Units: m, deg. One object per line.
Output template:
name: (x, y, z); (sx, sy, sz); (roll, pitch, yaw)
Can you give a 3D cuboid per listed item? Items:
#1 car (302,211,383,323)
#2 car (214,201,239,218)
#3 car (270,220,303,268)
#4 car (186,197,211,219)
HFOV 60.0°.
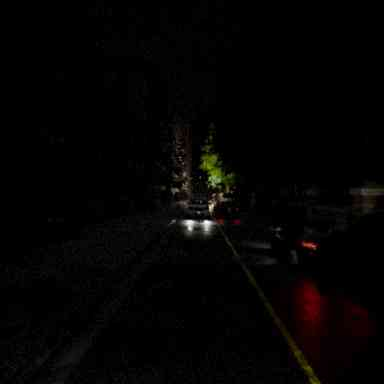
car: (3.965, 1.354, 5.848); (2.150, 2.045, 5.566); (1, -1, 1)
car: (3.757, 1.756, 35.062); (2.097, 1.767, 4.553); (1, -1, 2)
car: (4.093, 1.712, 11.814); (1.812, 1.442, 4.674); (1, -1, 1)
car: (0.671, 1.546, 32.962); (2.150, 2.045, 5.566); (1, -1, 1)
